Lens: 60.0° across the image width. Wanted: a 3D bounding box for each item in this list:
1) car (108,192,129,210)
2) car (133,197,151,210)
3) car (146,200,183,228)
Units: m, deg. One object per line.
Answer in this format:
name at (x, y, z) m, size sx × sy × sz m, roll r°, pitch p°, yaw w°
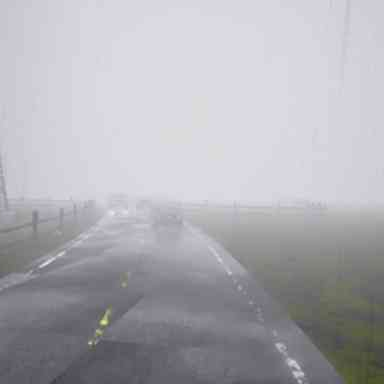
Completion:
car at (-9.137, 1.044, 40.971) m, size 2.150 × 2.045 × 5.566 m, roll 0°, pitch 0°, yaw -17°
car at (-5.929, 1.334, 40.384) m, size 1.837 × 1.490 × 4.892 m, roll 0°, pitch 0°, yaw -16°
car at (-1.710, 1.483, 21.669) m, size 2.033 × 1.411 × 5.357 m, roll 0°, pitch 0°, yaw -9°
